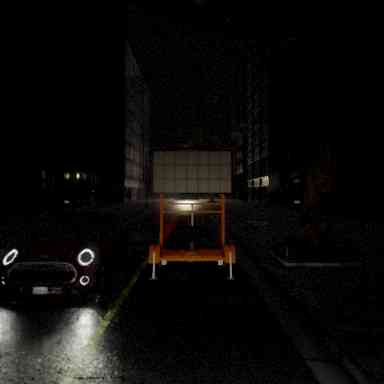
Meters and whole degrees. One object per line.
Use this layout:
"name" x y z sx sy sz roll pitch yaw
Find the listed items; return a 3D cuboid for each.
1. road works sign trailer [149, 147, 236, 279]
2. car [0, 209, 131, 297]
"road works sign trailer" 0.009 0.464 9.982 2.380 3.560 2.880 0 0 0
"car" -2.992 1.352 8.805 2.097 1.767 4.553 0 0 0
